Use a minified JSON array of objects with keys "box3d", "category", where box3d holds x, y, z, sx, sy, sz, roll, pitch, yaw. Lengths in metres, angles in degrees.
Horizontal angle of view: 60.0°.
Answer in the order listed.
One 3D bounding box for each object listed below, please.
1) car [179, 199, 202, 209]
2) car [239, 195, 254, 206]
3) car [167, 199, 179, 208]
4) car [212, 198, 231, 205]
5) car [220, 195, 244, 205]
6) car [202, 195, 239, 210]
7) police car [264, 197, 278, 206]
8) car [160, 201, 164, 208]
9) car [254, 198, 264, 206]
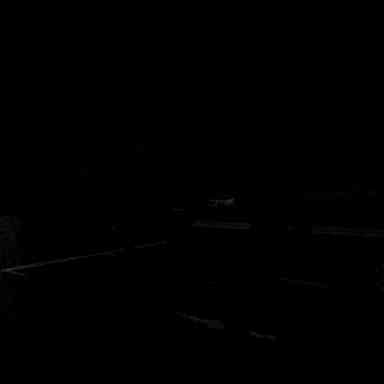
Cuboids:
[{"box3d":[0.600,1.914,50.394,1.895,1.301,4.718,-1,0,36],"category":"car"},{"box3d":[10.940,1.858,64.330,2.033,1.411,5.357,-1,0,39],"category":"car"},{"box3d":[-1.451,1.877,53.510,1.812,1.442,4.674,-1,0,36],"category":"car"},{"box3d":[6.148,1.911,69.583,1.812,1.442,4.674,-1,0,37],"category":"car"},{"box3d":[8.079,1.572,66.490,2.150,2.045,5.566,-1,-1,40],"category":"car"},{"box3d":[4.257,1.495,49.490,2.150,2.045,5.566,-1,0,36],"category":"car"},{"box3d":[15.022,1.661,58.222,1.930,1.638,5.238,-1,0,36],"category":"police car"},{"box3d":[-3.479,1.882,56.662,2.128,1.511,4.902,-1,-1,36],"category":"car"},{"box3d":[14.105,1.776,62.553,1.837,1.490,4.892,-1,-1,40],"category":"car"}]
